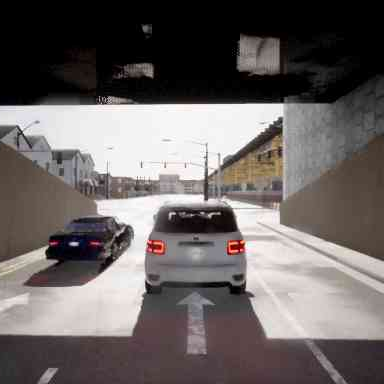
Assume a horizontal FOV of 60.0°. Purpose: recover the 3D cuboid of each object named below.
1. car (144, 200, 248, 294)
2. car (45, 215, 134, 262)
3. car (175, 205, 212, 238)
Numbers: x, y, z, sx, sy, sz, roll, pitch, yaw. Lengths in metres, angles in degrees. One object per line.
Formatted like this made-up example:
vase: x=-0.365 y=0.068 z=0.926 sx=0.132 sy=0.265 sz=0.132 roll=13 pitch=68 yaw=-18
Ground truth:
car: x=0.083 y=1.221 z=8.911 sx=2.150 sy=2.045 sz=5.566 roll=0 pitch=0 yaw=0
car: x=-3.412 y=1.548 z=12.083 sx=2.033 sy=1.411 sz=5.357 roll=0 pitch=0 yaw=0
car: x=0.059 y=1.526 z=18.475 sx=1.812 sy=1.442 sz=4.674 roll=0 pitch=0 yaw=0
